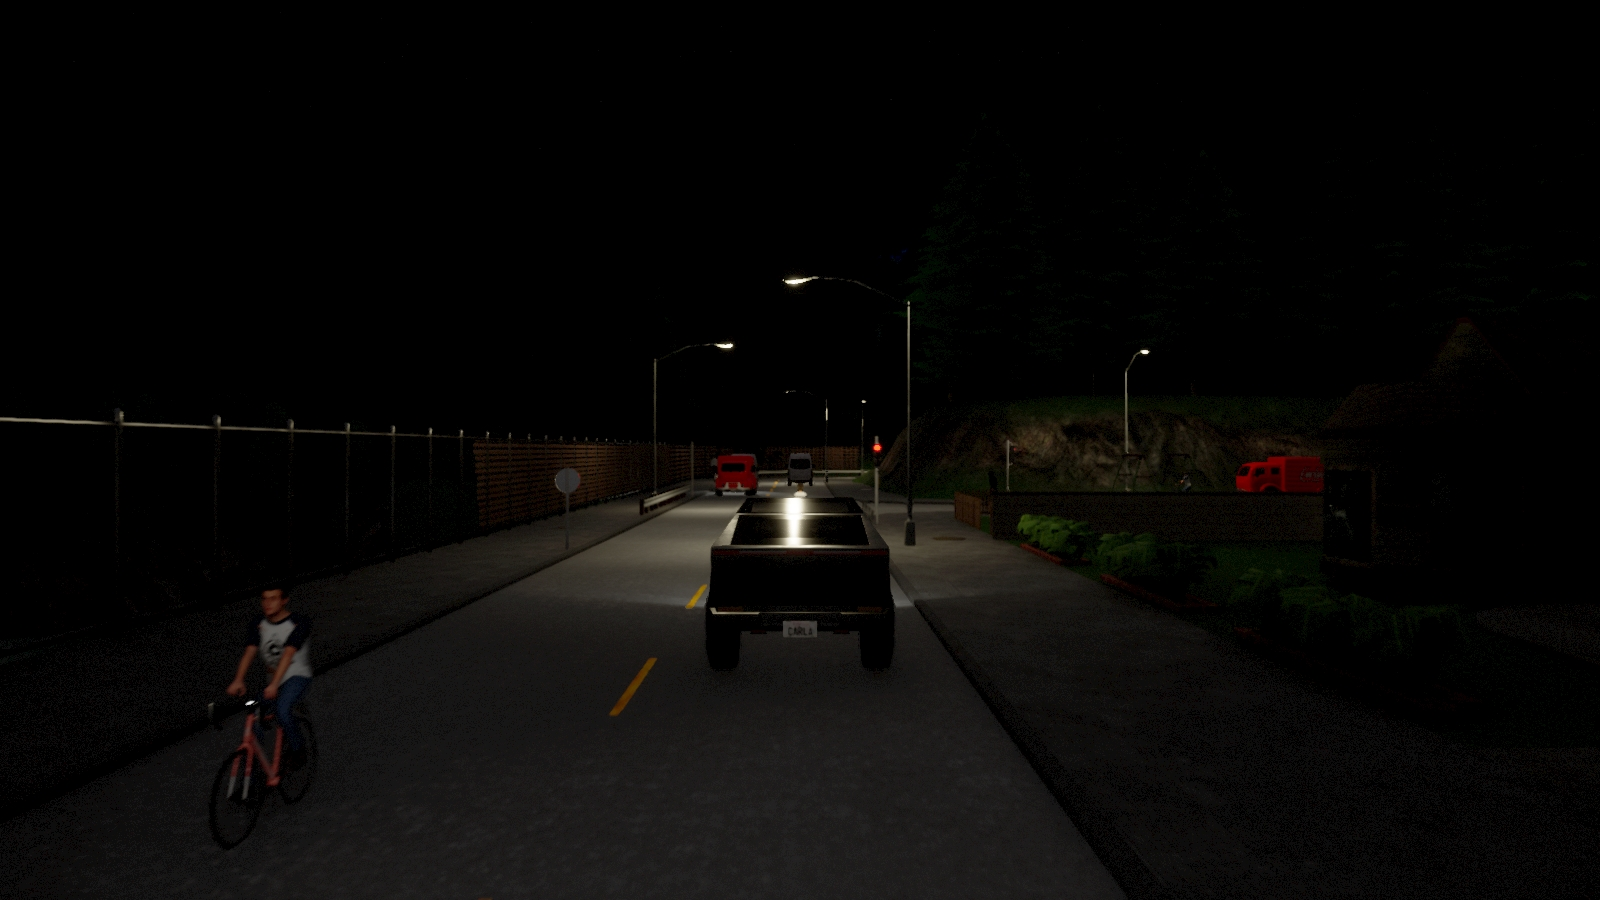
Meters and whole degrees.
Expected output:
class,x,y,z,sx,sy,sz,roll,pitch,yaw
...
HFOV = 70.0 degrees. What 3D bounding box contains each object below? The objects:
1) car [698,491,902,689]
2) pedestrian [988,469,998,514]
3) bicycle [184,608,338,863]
class,x,y,z,sx,sy,sz,roll,pitch,yaw
car,0.002,1.753,16.527,2.390,2.098,6.274,0,0,0
pedestrian,8.067,1.745,47.761,0.375,1.860,0.375,0,0,0
bicycle,-3.999,2.056,8.600,0.373,1.496,1.643,0,1,0
